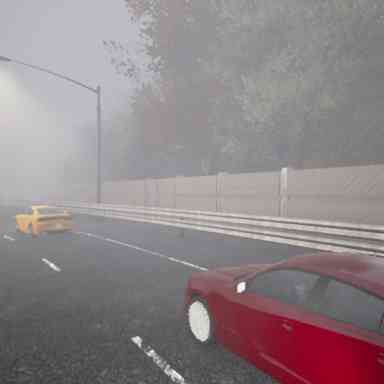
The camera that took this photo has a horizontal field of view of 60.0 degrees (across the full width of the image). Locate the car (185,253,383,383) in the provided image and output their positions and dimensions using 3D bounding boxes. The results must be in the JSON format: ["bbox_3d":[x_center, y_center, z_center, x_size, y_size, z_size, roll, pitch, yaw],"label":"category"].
[{"bbox_3d":[1.731,1.474,3.946,1.882,1.535,5.008,0,0,-31],"label":"car"}]

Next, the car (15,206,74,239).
[{"bbox_3d":[-7.867,1.464,17.524,1.882,1.535,5.008,0,0,-40],"label":"car"}]
